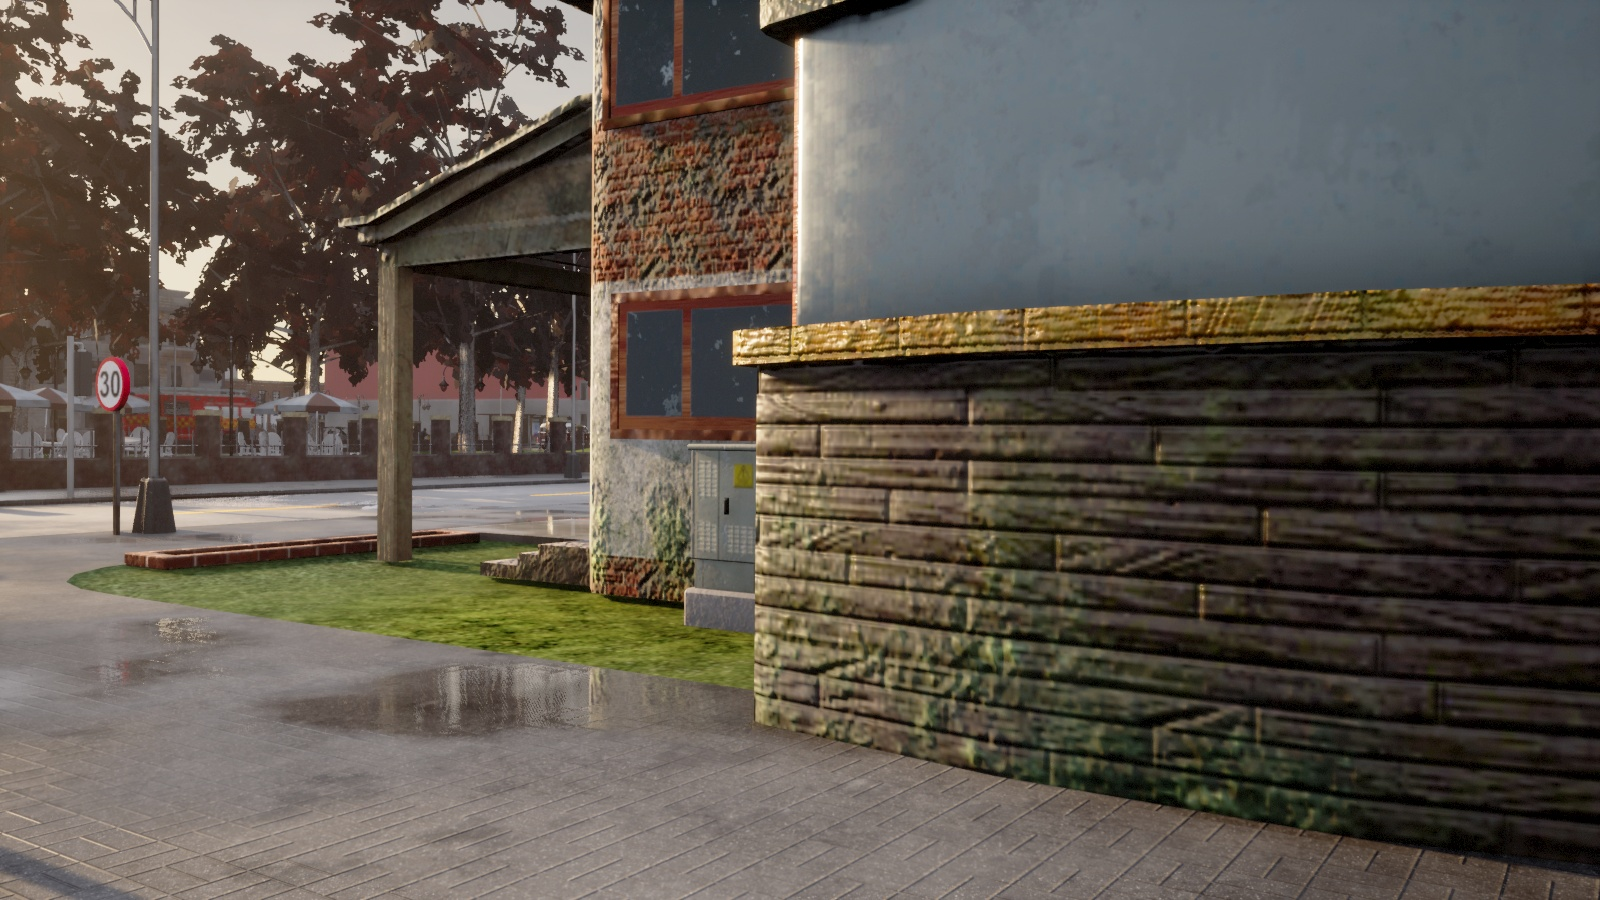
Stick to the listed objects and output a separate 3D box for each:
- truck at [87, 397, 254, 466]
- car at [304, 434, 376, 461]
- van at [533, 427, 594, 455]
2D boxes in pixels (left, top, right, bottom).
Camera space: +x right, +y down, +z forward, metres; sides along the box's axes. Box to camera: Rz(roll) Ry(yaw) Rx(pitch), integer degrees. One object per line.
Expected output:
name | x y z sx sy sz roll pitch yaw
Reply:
truck | -37.113 -1.113 74.402 2.891 3.827 8.468 0 1 33
car | -29.045 -0.191 79.378 1.851 1.617 3.988 0 1 33
van | -18.045 -0.693 96.037 2.069 2.038 4.480 0 1 34
